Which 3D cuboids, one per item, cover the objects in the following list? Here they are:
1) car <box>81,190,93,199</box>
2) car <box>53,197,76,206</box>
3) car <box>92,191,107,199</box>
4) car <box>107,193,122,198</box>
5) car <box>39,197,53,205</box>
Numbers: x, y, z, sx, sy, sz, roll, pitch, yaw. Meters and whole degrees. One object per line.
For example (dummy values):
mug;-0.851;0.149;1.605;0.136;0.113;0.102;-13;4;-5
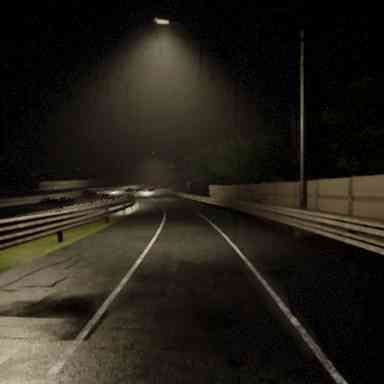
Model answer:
car;-25.783;0.543;83.398;2.150;2.045;5.566;1;3;7
car;-24.433;1.687;64.718;1.837;1.490;4.892;1;2;6
car;-22.309;0.882;82.996;2.128;1.511;4.902;1;3;7
car;-18.829;0.988;82.642;1.895;1.301;4.718;1;3;7
car;-27.902;1.725;65.135;2.128;1.511;4.902;1;3;7
